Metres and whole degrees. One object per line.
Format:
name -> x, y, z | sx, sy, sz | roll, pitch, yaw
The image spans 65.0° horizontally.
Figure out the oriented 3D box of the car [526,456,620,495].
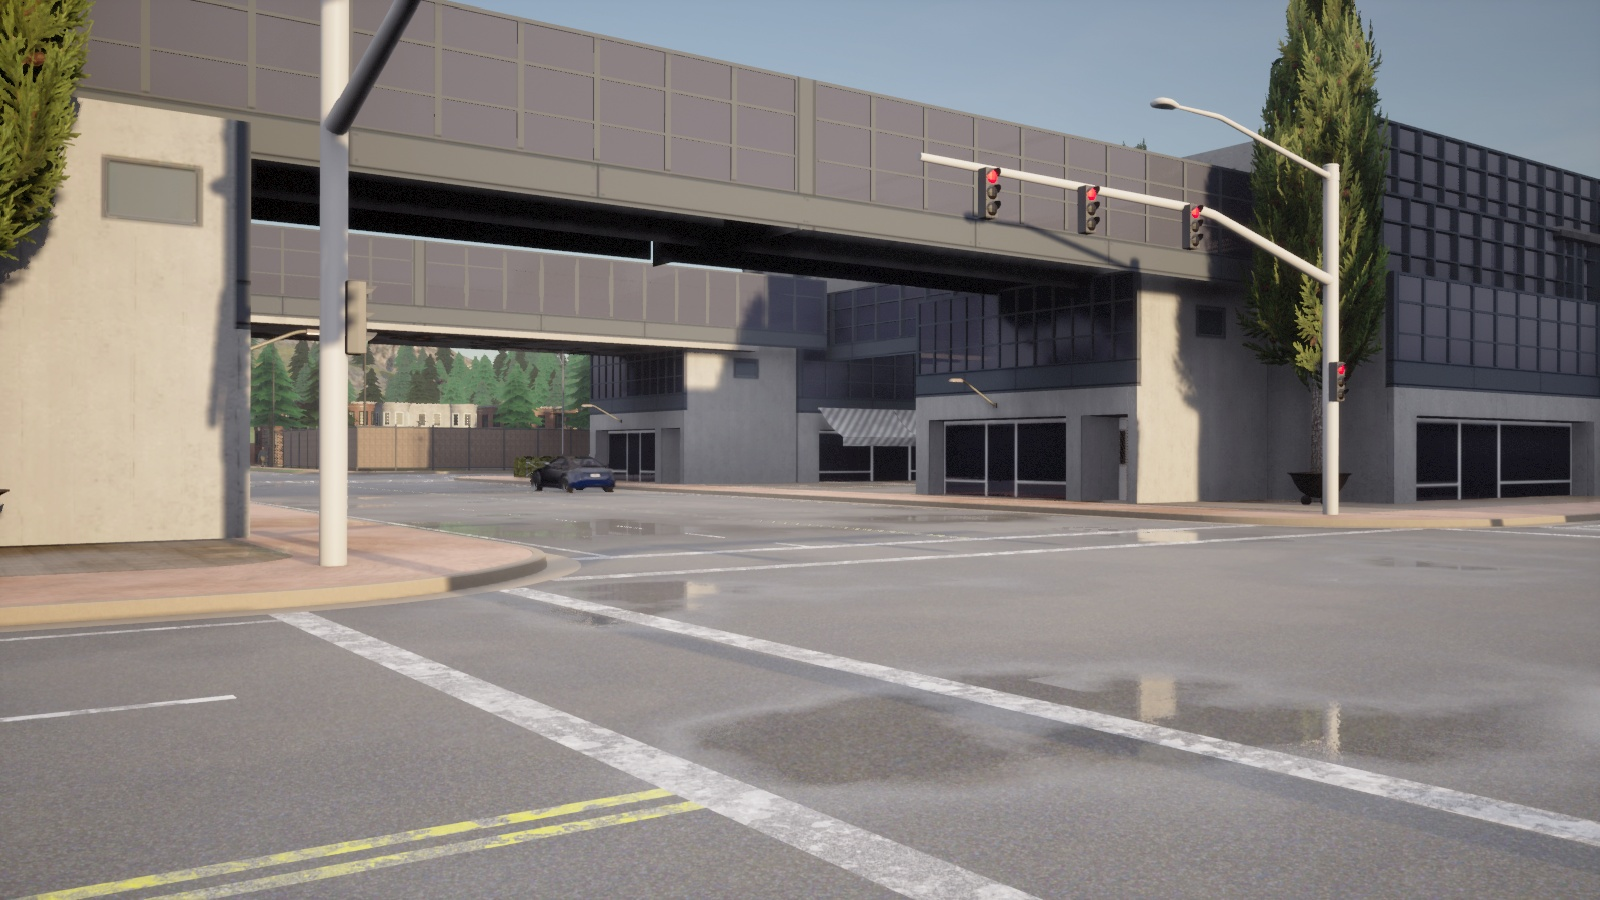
car -> -8.711, 0.944, 47.963 | 1.994, 1.385, 4.181 | 0, 0, -35
